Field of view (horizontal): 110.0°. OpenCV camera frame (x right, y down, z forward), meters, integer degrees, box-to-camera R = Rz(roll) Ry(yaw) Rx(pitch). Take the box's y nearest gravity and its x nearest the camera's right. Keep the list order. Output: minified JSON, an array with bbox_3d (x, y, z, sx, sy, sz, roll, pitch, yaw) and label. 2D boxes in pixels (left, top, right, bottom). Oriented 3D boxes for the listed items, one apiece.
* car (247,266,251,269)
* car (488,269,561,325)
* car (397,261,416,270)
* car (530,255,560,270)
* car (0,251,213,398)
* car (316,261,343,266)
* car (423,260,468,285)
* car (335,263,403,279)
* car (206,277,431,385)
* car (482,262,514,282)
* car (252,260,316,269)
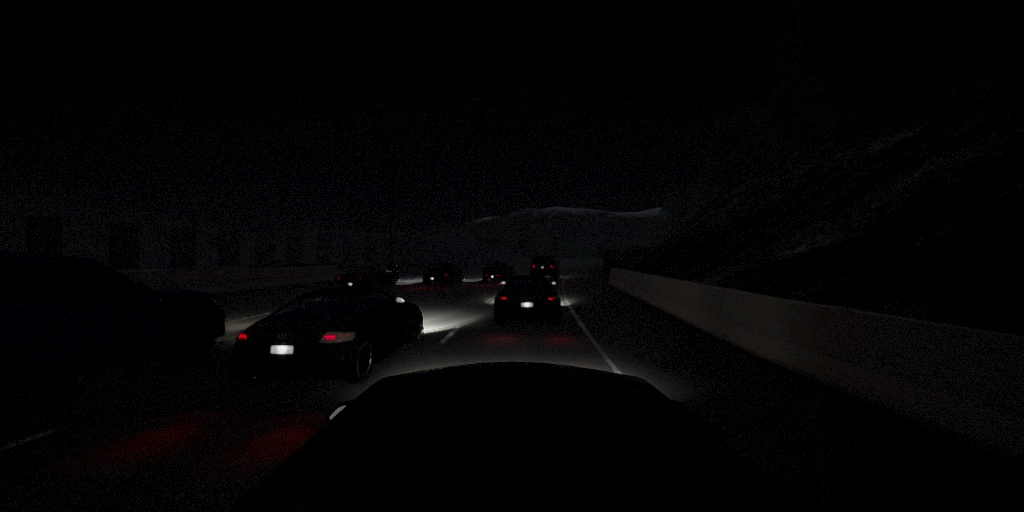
[{"bbox_3d":[-27.351,1.214,41.006,2.033,1.411,5.357,0,0,12],"label":"car"},{"bbox_3d":[0.542,1.311,11.870,1.994,1.385,4.181,0,0,4],"label":"car"},{"bbox_3d":[-14.875,1.296,48.060,1.895,1.301,4.718,0,0,15],"label":"car"},{"bbox_3d":[2.834,0.967,30.382,2.150,2.045,5.566,0,0,10],"label":"car"},{"bbox_3d":[-6.814,0.953,4.732,2.150,2.045,5.566,0,0,1],"label":"car"},{"bbox_3d":[-23.107,1.277,44.012,1.895,1.301,4.718,0,0,13],"label":"car"},{"bbox_3d":[-4.935,1.233,26.149,1.837,1.490,4.892,0,0,8],"label":"car"},{"bbox_3d":[-8.971,1.320,22.690,1.895,1.301,4.718,0,0,7],"label":"car"},{"bbox_3d":[-3.208,1.304,7.115,1.994,1.385,4.181,0,0,2],"label":"car"},{"bbox_3d":[-1.033,1.242,28.443,1.837,1.490,4.892,0,0,9],"label":"car"},{"bbox_3d":[-21.550,1.161,34.196,1.882,1.535,5.008,0,0,11],"label":"car"}]
